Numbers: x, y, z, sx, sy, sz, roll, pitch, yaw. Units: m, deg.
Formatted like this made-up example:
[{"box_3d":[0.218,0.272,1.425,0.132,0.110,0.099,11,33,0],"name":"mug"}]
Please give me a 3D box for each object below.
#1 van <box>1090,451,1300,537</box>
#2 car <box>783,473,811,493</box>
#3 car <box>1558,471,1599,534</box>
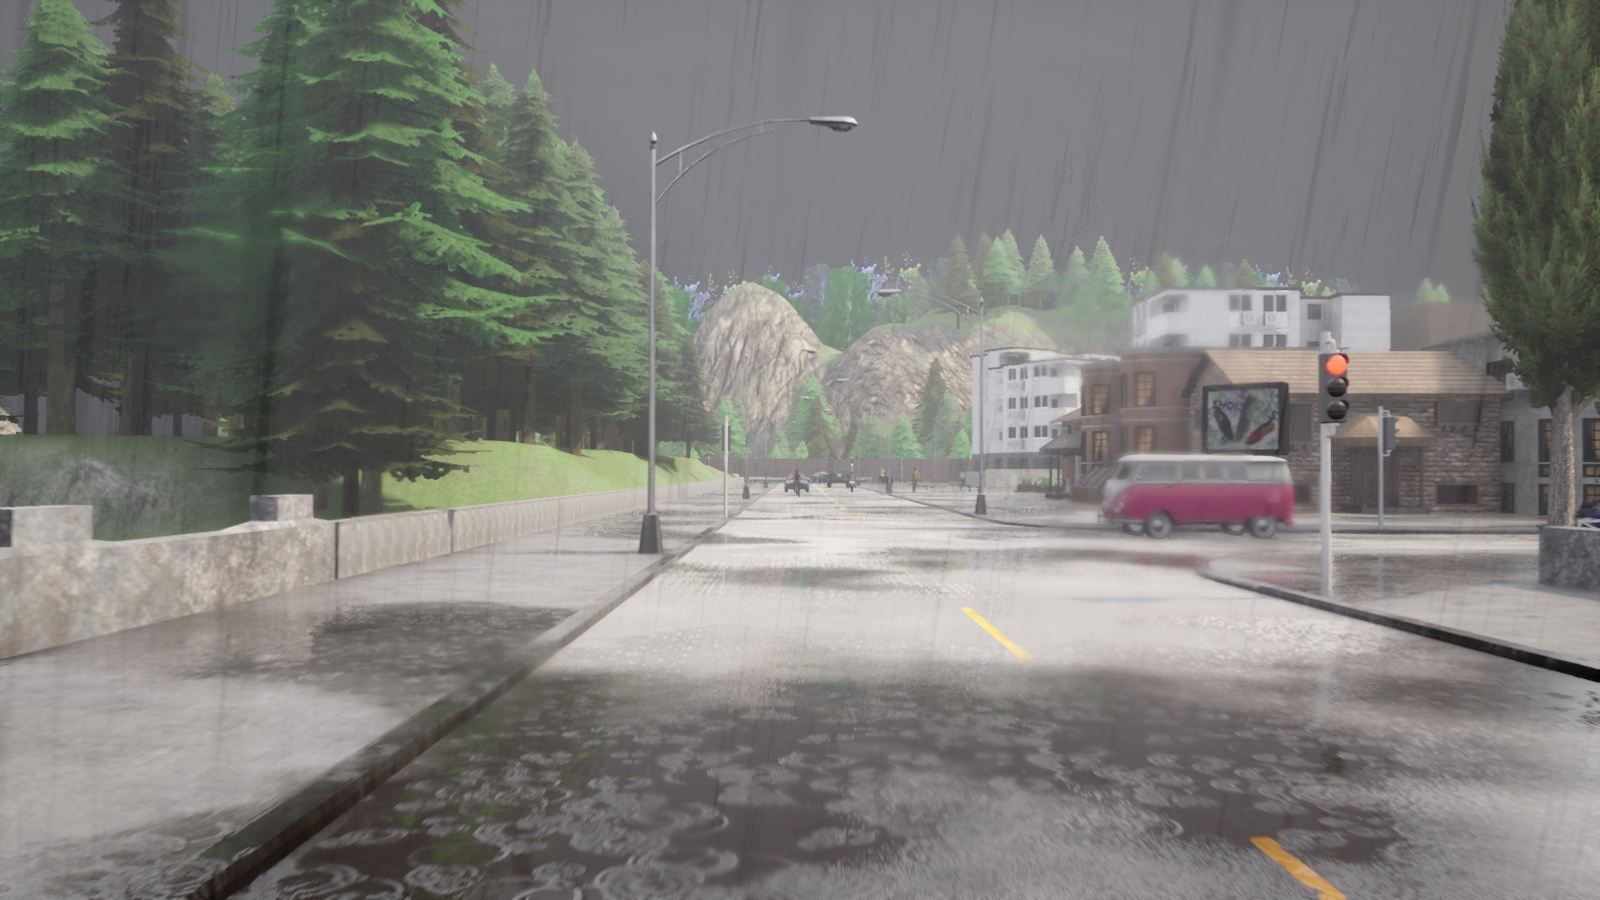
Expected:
[{"box_3d":[9.436,1.033,30.170,4.442,1.987,1.775,0,-1,-6],"name":"van"},{"box_3d":[-0.216,2.426,93.391,2.033,1.411,5.357,0,-1,0],"name":"car"},{"box_3d":[21.044,1.254,30.455,4.193,1.474,1.816,0,-1,0],"name":"car"}]
